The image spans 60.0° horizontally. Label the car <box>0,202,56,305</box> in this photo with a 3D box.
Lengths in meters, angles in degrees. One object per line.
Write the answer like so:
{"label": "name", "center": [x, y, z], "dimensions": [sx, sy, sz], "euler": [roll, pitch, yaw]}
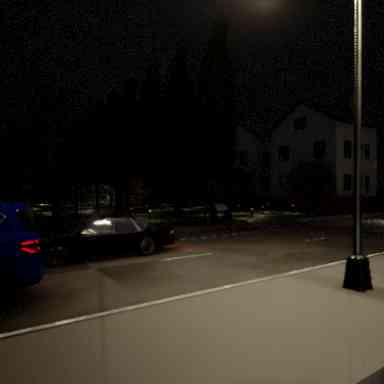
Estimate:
{"label": "car", "center": [-5.571, 1.210, 5.717], "dimensions": [5.566, 2.045, 2.150], "euler": [0, 0, -34]}

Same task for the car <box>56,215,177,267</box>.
{"label": "car", "center": [-3.144, 1.527, 11.553], "dimensions": [5.357, 1.411, 2.033], "euler": [0, 0, -35]}
